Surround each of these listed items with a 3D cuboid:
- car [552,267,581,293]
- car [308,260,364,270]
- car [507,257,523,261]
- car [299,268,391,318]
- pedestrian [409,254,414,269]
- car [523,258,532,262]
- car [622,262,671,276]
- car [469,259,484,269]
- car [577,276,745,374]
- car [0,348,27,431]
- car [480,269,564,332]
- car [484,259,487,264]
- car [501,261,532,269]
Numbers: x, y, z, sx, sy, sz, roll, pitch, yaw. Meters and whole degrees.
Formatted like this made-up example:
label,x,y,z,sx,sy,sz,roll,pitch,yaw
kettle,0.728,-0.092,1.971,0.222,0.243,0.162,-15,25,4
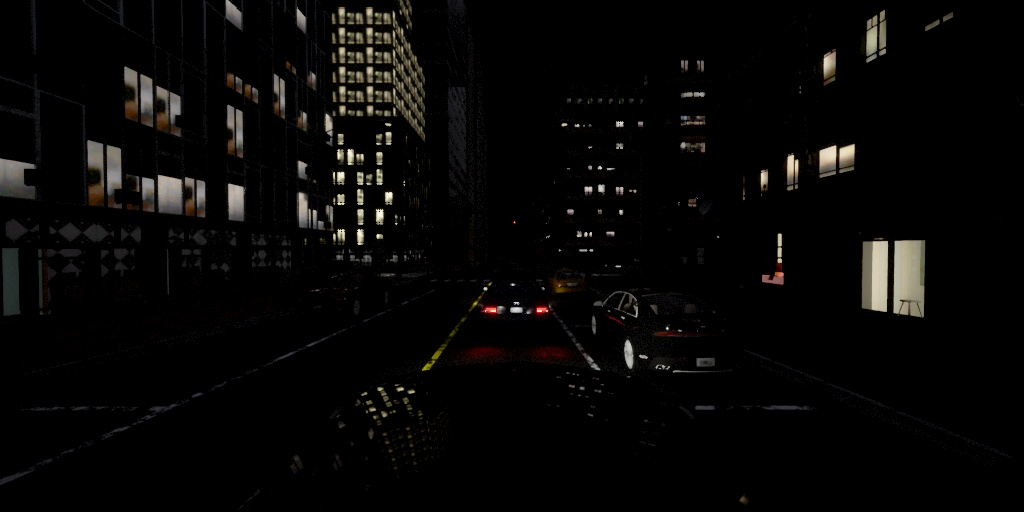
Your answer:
label,x,y,z,sx,sy,sz,roll,pitch,yaw
car,2.776,1.271,18.824,1.751,1.417,4.829,0,0,0
car,-17.667,1.108,36.421,5.008,1.535,1.882,0,1,-1
car,0.001,1.217,49.807,1.882,1.535,5.008,-1,0,-4
car,-5.850,1.292,13.046,1.888,1.381,4.507,0,0,0
pedestrian,-12.655,0.669,45.089,0.375,1.860,0.375,0,0,1
car,2.541,1.288,62.263,2.007,1.370,4.403,0,0,0
car,14.558,1.452,39.254,4.718,1.301,1.895,0,1,1
car,-5.825,1.263,56.418,1.751,1.417,4.829,0,0,0
car,2.804,1.299,7.365,2.007,1.370,4.403,0,0,0
car,-5.796,1.300,1.757,2.007,1.370,4.403,0,0,0
car,0.079,1.295,10.801,2.033,1.411,5.357,0,0,0
car,-5.840,1.303,62.242,1.948,1.339,4.313,0,0,0
car,0.045,1.249,21.223,1.837,1.490,4.892,0,0,0
